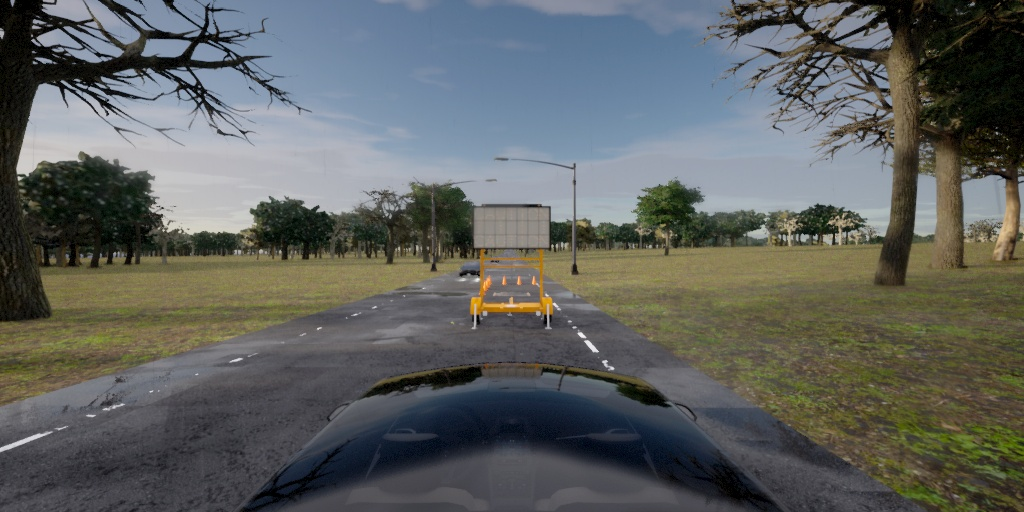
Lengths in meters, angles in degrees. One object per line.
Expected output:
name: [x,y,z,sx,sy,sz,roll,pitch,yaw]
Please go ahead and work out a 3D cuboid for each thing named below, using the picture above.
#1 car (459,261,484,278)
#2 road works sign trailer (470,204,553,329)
car: [-3.632,1.177,32.890,2.033,1.411,5.357,0,0,0]
road works sign trailer: [-0.010,0.197,11.146,2.380,3.560,2.880,0,0,0]
